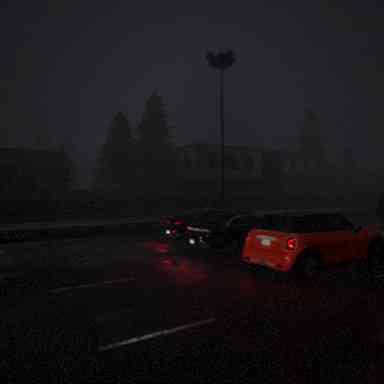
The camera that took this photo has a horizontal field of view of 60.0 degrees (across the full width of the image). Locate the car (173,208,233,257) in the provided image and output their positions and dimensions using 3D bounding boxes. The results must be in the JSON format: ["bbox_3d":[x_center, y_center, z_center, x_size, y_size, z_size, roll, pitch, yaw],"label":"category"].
[{"bbox_3d":[2.036,1.516,13.043,4.902,1.511,2.128,0,0,-32],"label":"car"}]

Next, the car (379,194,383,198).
[{"bbox_3d":[16.984,1.130,26.573,5.566,2.045,2.150,0,0,-32],"label":"car"}]

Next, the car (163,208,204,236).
[{"bbox_3d":[0.945,1.552,16.490,4.892,1.490,1.837,-1,0,-32],"label":"car"}]

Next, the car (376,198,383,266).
[{"bbox_3d":[7.060,1.175,7.935,5.566,2.045,2.150,0,0,-32],"label":"car"}]

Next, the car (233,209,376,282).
[{"bbox_3d":[3.768,1.348,9.999,4.553,1.767,2.097,-1,0,-32],"label":"car"}]
